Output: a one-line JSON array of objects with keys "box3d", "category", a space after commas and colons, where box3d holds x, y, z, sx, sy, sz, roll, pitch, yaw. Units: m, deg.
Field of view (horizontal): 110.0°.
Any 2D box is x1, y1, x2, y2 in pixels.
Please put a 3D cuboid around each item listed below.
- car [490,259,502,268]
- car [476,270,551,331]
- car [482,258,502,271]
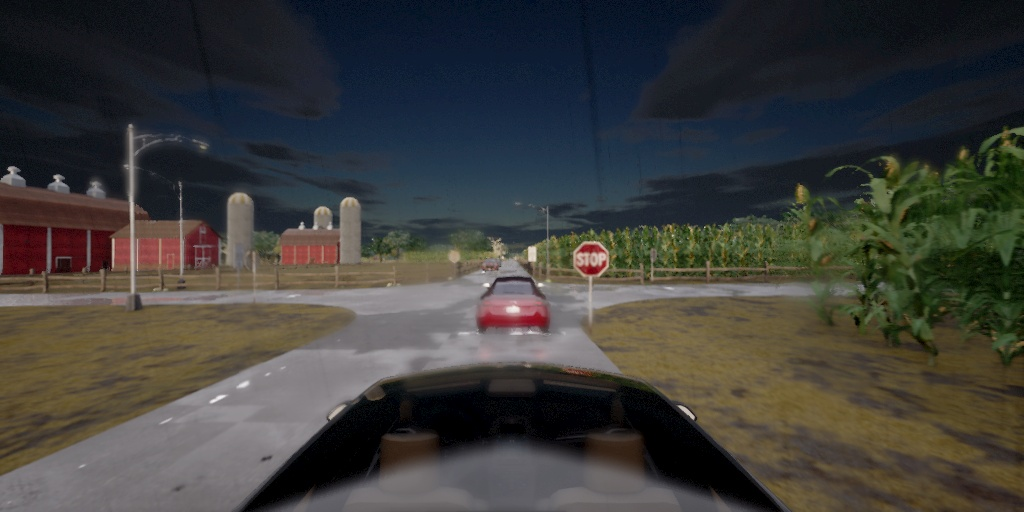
[{"box3d": [-2.788, 1.261, 63.062, 1.837, 1.490, 4.892, 0, 0, 1], "category": "car"}, {"box3d": [0.053, 1.305, 10.921, 1.994, 1.385, 4.181, 0, 0, 1], "category": "car"}, {"box3d": [-2.831, 1.092, 47.373, 2.097, 1.767, 4.553, 0, 0, 0], "category": "car"}]
